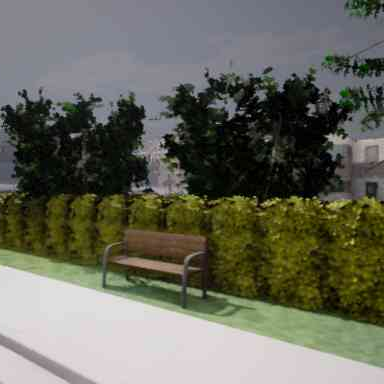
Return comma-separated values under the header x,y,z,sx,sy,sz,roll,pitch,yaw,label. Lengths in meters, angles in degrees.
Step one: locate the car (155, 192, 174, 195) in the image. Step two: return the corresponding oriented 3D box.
x,y,z,sx,sy,sz,roll,pitch,yaw,label
-3.741,0.773,58.462,2.097,1.767,4.553,0,2,35,car
